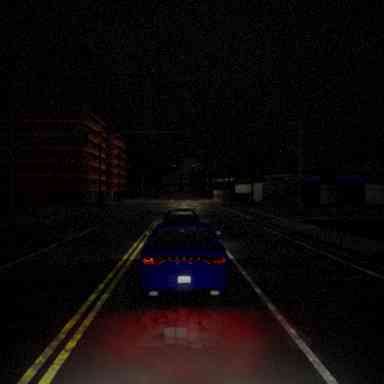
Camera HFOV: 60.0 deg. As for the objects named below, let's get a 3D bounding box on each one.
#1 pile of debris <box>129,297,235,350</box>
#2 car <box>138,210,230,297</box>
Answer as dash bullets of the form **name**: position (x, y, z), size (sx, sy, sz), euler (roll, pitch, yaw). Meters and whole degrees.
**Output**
- **pile of debris**: position (-0.175, 2.172, 5.676), size (1.500, 0.140, 1.860), euler (0, 0, -2)
- **car**: position (-0.216, 1.472, 8.646), size (1.882, 1.535, 5.008), euler (0, 0, -2)
